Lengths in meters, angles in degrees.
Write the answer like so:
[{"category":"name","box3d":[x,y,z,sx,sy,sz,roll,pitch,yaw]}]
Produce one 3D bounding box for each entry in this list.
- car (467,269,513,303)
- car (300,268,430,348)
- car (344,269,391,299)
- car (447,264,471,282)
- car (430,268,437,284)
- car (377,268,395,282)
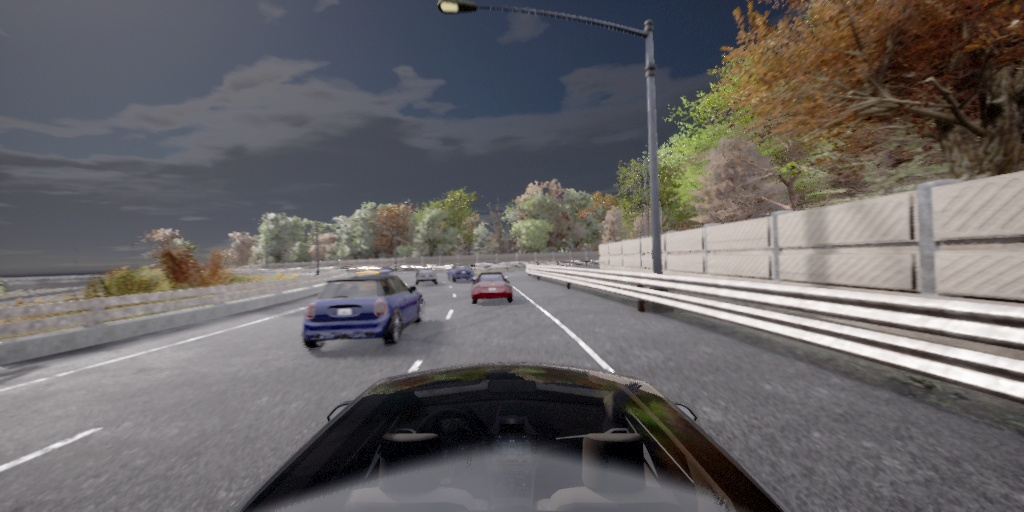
[{"category":"car","box3d":[-1.058,1.499,18.298,1.994,1.385,4.181,-2,-1,-5]},{"category":"car","box3d":[-3.913,1.305,10.250,2.097,1.767,4.553,-2,0,-3]},{"category":"car","box3d":[-9.222,1.721,23.340,1.882,1.535,5.008,-2,-1,-11]},{"category":"car","box3d":[-5.117,1.573,35.370,2.097,1.767,4.553,-2,-1,-17]},{"category":"car","box3d":[-7.902,1.834,32.800,2.033,1.411,5.357,-2,-1,-16]},{"category":"car","box3d":[-14.633,2.108,41.502,1.812,1.442,4.674,-2,-1,-21]}]
